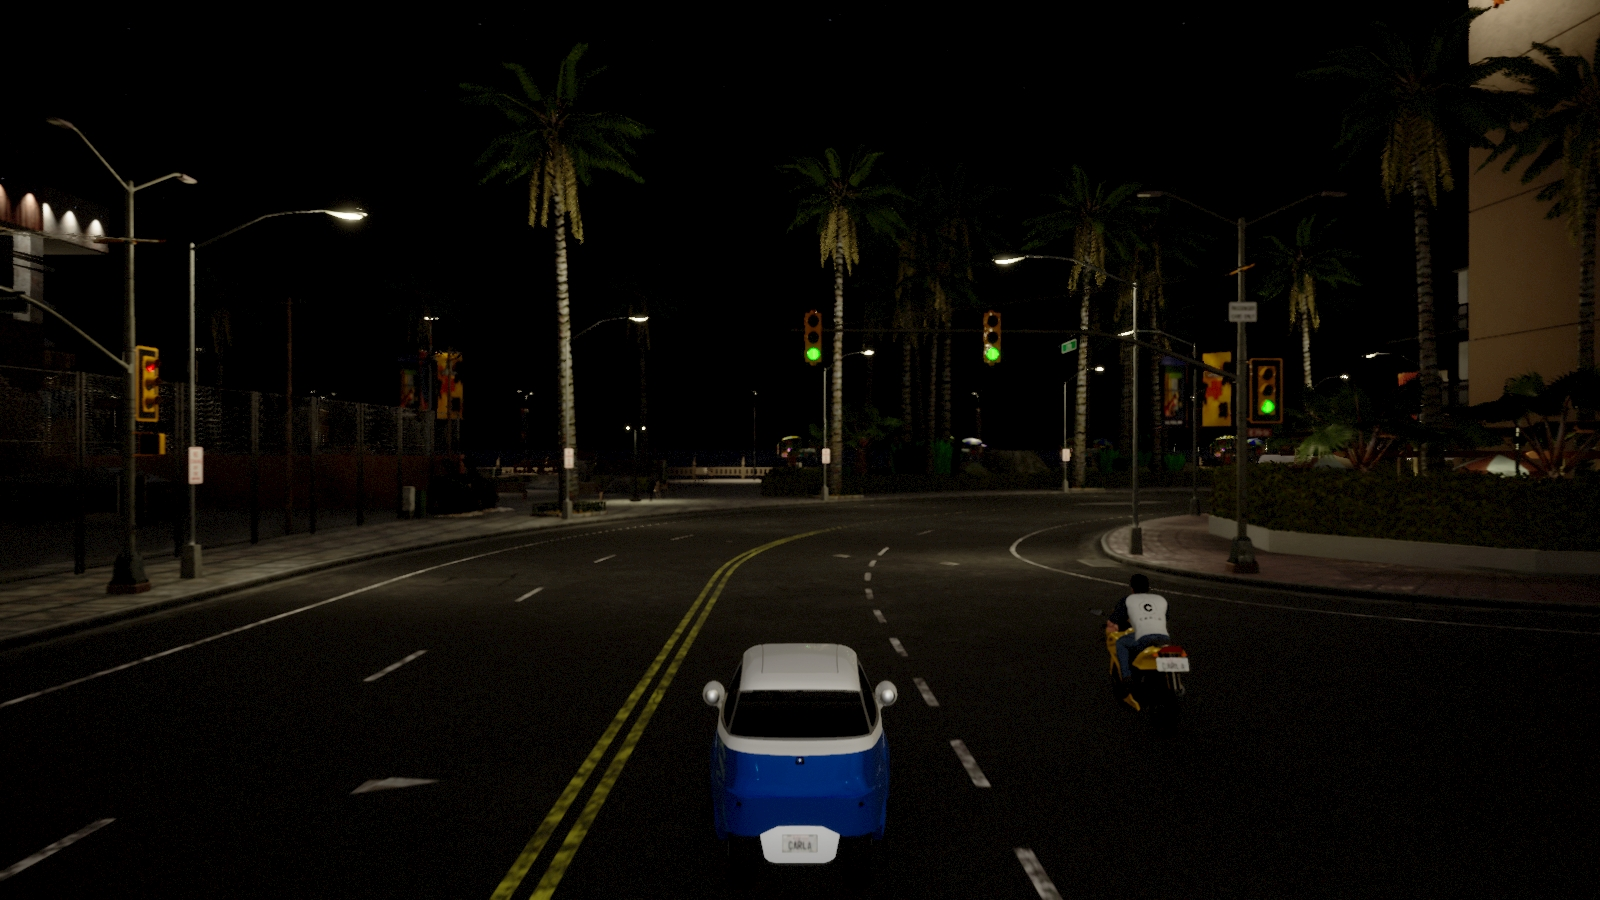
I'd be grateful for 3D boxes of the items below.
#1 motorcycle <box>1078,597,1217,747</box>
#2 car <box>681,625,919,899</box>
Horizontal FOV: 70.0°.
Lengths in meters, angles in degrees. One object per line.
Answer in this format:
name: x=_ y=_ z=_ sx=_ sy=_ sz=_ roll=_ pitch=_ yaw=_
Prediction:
motorcycle: x=3.500 y=2.211 z=11.715 sx=0.803 sy=1.145 sz=2.033 roll=0 pitch=0 yaw=0
car: x=0.000 y=2.119 z=8.189 sx=1.481 sy=1.376 sz=2.207 roll=0 pitch=0 yaw=0
